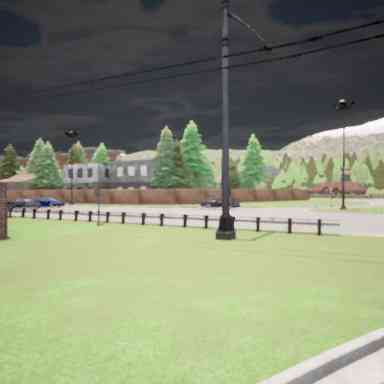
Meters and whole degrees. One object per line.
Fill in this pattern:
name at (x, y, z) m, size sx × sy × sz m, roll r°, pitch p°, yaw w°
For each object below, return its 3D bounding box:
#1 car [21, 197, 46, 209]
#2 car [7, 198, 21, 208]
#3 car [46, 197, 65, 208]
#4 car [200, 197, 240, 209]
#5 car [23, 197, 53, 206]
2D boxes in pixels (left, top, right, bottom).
car at (-21.705, 1.492, 43.296) m, size 4.674 × 1.442 × 1.812 m, roll 0°, pitch 0°, yaw 29°
car at (-23.421, 1.458, 40.237) m, size 5.008 × 1.535 × 1.882 m, roll 0°, pitch 0°, yaw 29°
car at (-19.890, 1.429, 46.287) m, size 5.008 × 1.535 × 1.882 m, roll 0°, pitch 0°, yaw 29°
car at (3.500, 1.381, 41.678) m, size 4.892 × 1.490 × 1.837 m, roll 0°, pitch 1°, yaw 5°
car at (-24.551, 1.552, 52.912) m, size 4.718 × 1.301 × 1.895 m, roll 0°, pitch 0°, yaw 29°
